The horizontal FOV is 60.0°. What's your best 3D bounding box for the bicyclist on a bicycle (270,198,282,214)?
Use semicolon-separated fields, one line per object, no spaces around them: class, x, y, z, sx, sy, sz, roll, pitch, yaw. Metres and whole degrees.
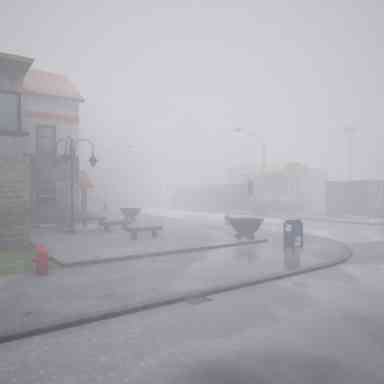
bicyclist on a bicycle;8.091;1.347;32.036;1.656;1.620;0.582;0;0;-35
